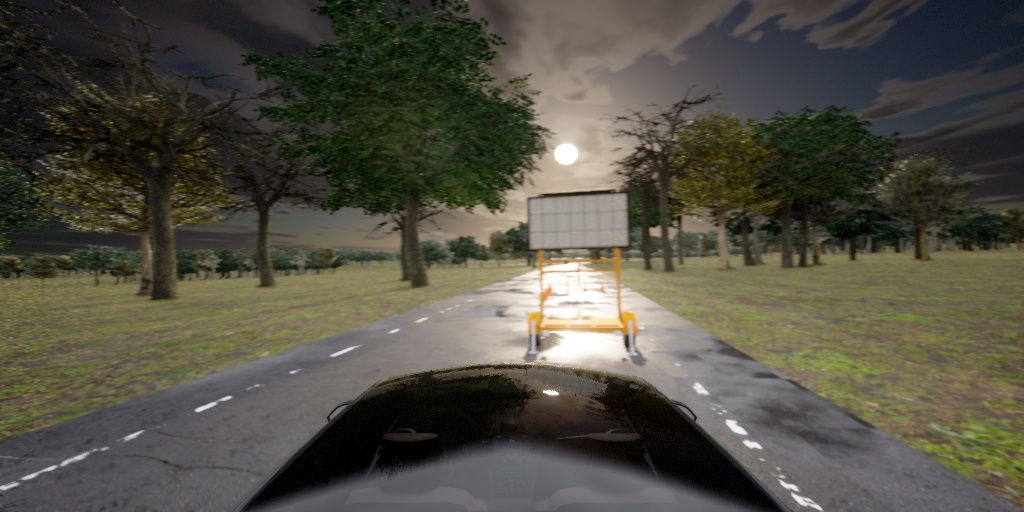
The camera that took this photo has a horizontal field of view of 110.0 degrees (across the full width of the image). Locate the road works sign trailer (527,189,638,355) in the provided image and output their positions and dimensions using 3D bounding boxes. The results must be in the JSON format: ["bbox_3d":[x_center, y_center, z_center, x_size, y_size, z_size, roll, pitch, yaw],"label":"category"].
[{"bbox_3d":[1.682,0.243,8.751,2.380,3.560,2.880,0,0,10],"label":"road works sign trailer"}]
